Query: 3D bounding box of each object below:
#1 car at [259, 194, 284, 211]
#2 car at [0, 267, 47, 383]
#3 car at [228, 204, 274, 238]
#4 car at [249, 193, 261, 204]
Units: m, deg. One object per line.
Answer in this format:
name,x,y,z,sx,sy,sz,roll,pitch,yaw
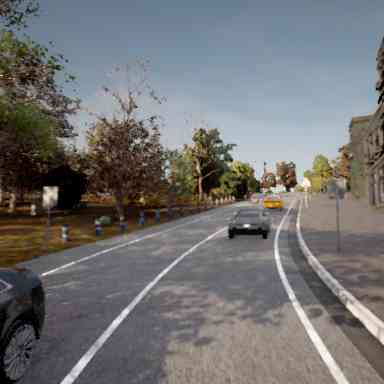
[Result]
car,8.545,1.070,34.748,1.882,1.535,5.008,-1,1,19
car,-3.033,1.487,2.642,2.128,1.511,4.902,0,0,4
car,3.136,1.559,17.774,1.994,1.385,4.181,-1,0,15
car,9.266,0.884,47.419,1.812,1.442,4.674,-1,1,19
